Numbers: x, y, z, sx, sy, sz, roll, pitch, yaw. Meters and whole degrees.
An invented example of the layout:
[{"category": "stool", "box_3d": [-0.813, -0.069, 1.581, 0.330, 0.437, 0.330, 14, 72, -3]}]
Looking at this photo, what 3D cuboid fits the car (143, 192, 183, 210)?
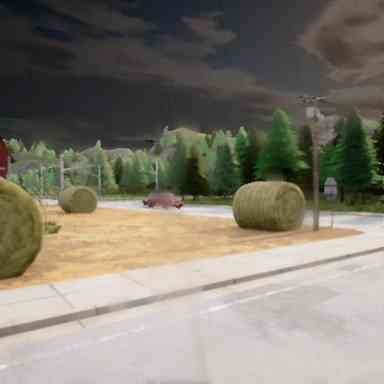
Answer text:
[{"category": "car", "box_3d": [-3.428, 1.113, 41.414, 2.150, 2.045, 5.566, -1, 0, -38]}]
